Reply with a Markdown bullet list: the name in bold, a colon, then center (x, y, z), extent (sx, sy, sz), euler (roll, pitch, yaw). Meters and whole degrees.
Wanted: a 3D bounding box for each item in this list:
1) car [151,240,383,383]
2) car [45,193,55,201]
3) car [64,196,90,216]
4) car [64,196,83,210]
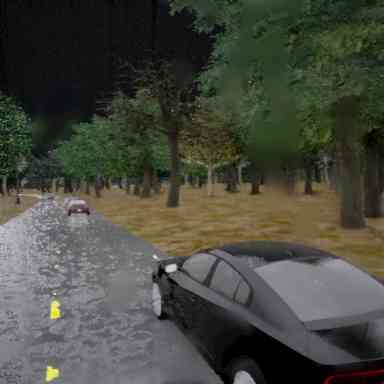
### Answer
- **car**: center (0.822, 1.407, 4.557), extent (1.882, 1.535, 5.008), euler (-1, 1, -22)
- **car**: center (-30.459, 1.088, 71.282), extent (1.837, 1.490, 4.892), euler (-1, 1, -24)
- **car**: center (-10.426, 1.365, 30.396), extent (1.812, 1.442, 4.674), euler (-1, 1, -22)
- **car**: center (-14.515, 1.261, 40.574), extent (2.128, 1.511, 4.902), euler (-1, 1, -21)
